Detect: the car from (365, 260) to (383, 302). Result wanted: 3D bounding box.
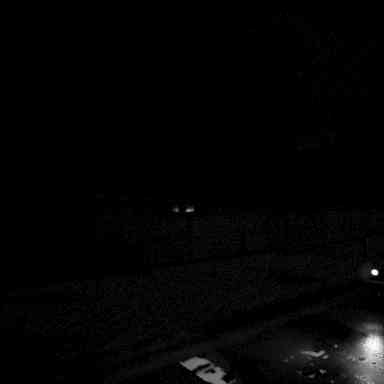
[{"bbox_3d":[5.894,1.760,7.561,4.718,1.301,1.895,1,-1,-37],"label":"car"}]
